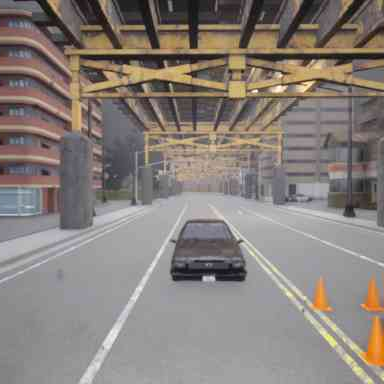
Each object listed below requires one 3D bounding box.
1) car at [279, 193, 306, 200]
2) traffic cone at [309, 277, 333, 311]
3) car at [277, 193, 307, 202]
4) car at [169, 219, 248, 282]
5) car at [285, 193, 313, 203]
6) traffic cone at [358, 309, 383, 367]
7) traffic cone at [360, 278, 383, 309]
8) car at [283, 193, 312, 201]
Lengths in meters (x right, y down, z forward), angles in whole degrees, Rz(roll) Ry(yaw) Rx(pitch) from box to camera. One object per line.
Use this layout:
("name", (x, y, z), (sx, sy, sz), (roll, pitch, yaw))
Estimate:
("car", (18.194, 0.838, 60.213), (4.536, 1.218, 1.853), (0, 1, 26))
("traffic cone", (2.493, 1.953, 6.444), (0.340, 0.580, 0.340), (0, 0, 1))
("car", (18.147, 0.995, 60.237), (4.974, 1.542, 2.038), (0, 1, 26))
("car", (0.421, 1.539, 10.062), (2.033, 1.411, 5.357), (0, 0, 1))
("car", (17.776, 1.040, 56.082), (4.974, 1.542, 2.038), (0, 1, -19))
("traffic cone", (2.472, 1.955, 4.444), (0.340, 0.580, 0.340), (0, 0, 1))
("traffic cone", (3.493, 1.953, 6.433), (0.340, 0.580, 0.340), (0, 0, 1))
("car", (17.825, 0.882, 56.098), (4.536, 1.218, 1.853), (0, 1, -19))
